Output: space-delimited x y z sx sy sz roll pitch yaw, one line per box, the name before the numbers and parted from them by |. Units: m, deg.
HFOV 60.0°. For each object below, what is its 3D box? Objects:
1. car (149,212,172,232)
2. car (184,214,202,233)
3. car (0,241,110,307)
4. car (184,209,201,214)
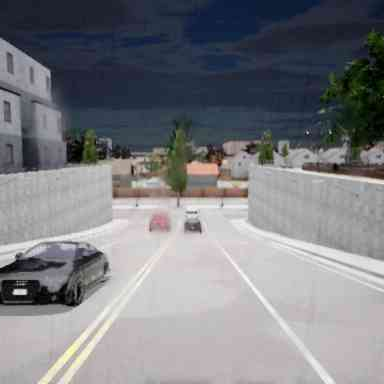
car | -3.519 3.387 37.808 2.150 2.045 5.566 0 -1 0
car | 0.113 3.592 36.226 1.882 1.535 5.008 0 -2 0
car | -3.594 2.029 8.952 1.994 1.385 4.181 0 -4 0
car | 0.023 3.394 47.011 2.150 2.045 5.566 0 0 0
